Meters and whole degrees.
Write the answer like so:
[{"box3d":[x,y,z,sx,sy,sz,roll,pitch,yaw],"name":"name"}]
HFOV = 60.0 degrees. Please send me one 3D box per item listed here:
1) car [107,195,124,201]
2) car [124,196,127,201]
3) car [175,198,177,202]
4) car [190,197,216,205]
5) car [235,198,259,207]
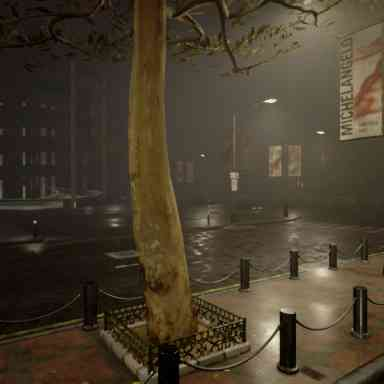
[{"box3d":[-19.016,1.474,77.398,4.674,1.442,1.812,0,0,12],"name":"car"},{"box3d":[-18.057,1.464,80.764,4.674,1.442,1.812,0,0,12],"name":"car"},{"box3d":[-5.086,1.478,65.904,5.008,1.535,1.882,0,0,41],"name":"car"},{"box3d":[1.868,1.547,58.035,2.033,1.411,5.357,0,0,-38],"name":"car"},{"box3d":[8.018,1.564,49.571,1.994,1.385,4.181,0,0,-35],"name":"car"}]
